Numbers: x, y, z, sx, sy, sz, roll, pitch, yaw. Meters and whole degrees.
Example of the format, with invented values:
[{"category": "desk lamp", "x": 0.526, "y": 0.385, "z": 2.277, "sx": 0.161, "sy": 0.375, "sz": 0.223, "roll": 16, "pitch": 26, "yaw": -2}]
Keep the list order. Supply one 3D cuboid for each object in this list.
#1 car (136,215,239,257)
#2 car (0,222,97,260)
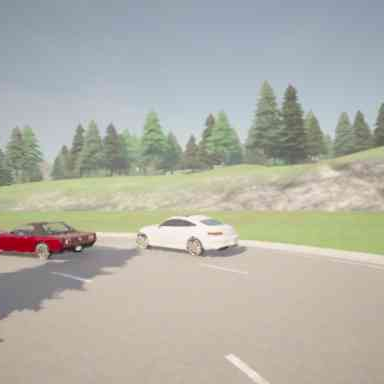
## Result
[{"category": "car", "x": -0.313, "y": 1.666, "z": 13.603, "sx": 4.674, "sy": 1.442, "sz": 1.812, "roll": -2, "pitch": -1, "yaw": 40}, {"category": "car", "x": -6.259, "y": 1.853, "z": 13.314, "sx": 4.718, "sy": 1.301, "sz": 1.895, "roll": -1, "pitch": -1, "yaw": 24}]
